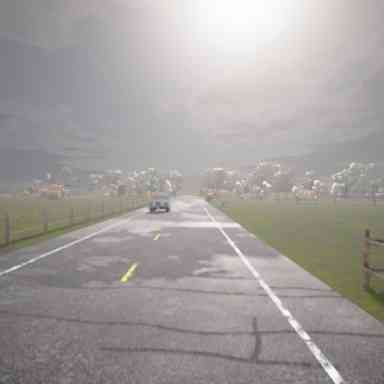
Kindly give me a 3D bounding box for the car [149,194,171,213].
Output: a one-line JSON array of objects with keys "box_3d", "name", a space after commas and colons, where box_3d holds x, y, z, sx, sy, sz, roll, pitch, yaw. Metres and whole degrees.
[{"box_3d": [-3.586, 1.243, 38.082, 2.150, 2.045, 5.566, 0, 0, 0], "name": "car"}]
